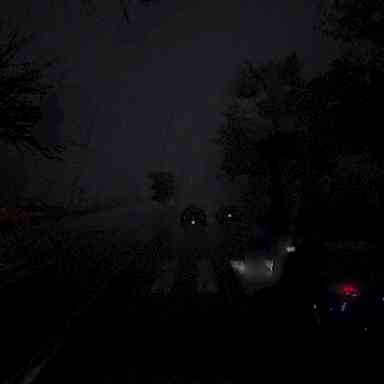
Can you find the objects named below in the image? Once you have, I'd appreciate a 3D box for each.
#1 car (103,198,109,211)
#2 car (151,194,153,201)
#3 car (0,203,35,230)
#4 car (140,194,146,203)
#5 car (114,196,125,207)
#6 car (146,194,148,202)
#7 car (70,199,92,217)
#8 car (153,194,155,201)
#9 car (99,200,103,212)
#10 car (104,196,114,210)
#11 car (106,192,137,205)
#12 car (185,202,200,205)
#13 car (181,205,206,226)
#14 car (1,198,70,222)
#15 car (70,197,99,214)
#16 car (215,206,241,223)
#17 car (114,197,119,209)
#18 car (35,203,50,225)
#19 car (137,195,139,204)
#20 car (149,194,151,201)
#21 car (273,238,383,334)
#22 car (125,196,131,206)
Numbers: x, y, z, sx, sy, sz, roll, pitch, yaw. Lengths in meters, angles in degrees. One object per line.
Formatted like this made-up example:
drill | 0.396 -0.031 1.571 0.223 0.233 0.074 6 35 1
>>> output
car | -13.833 1.961 43.946 4.674 1.452 2.002 -1 0 -20
car | -13.832 1.923 88.942 4.792 1.488 2.163 -1 0 -20
car | -14.013 1.792 22.848 5.366 1.575 1.946 -1 0 -20
car | -13.842 1.606 73.936 5.566 2.045 2.435 -1 0 -20
car | -13.818 1.902 52.946 5.008 1.535 2.097 -1 0 -20
car | -13.782 1.738 79.962 4.553 1.767 2.185 -1 0 -20
car | -13.663 1.889 34.994 5.366 1.575 1.946 -1 -1 -20
car | -13.832 1.655 91.946 5.566 2.045 2.435 -1 0 -20
car | -13.857 1.944 40.921 4.792 1.488 2.163 -1 0 -20
car | -13.861 1.791 46.935 4.553 1.767 2.185 -1 0 -20
car | -13.800 1.621 61.966 5.566 2.045 2.435 -1 0 -20
car | 0.096 1.955 42.840 1.812 1.442 4.674 0 0 0
car | 0.098 1.944 26.563 1.895 1.301 4.718 0 -1 0
car | -13.815 1.605 28.942 5.566 2.045 2.435 -1 -1 -20
car | -13.862 1.656 37.923 5.566 2.045 2.435 -1 0 -20
car | 3.097 1.934 29.422 1.994 1.385 4.181 0 0 0
car | -13.829 1.951 49.946 4.674 1.452 2.002 -1 0 -20
car | -13.844 1.865 25.920 4.674 1.452 2.002 -1 -1 -20
car | -13.645 1.858 65.018 5.366 1.575 1.946 -1 0 -20
car | -13.815 1.884 85.958 4.892 1.521 2.231 -1 0 -20
car | 3.100 1.675 7.102 1.994 1.385 4.181 0 -1 0
car | -13.796 1.910 58.963 4.792 1.488 2.163 -1 0 -20
